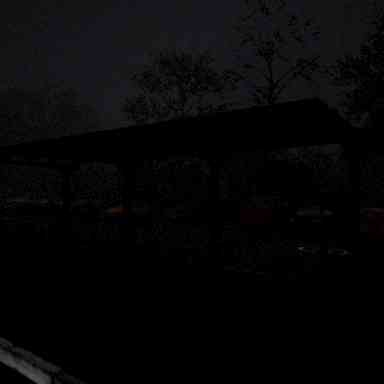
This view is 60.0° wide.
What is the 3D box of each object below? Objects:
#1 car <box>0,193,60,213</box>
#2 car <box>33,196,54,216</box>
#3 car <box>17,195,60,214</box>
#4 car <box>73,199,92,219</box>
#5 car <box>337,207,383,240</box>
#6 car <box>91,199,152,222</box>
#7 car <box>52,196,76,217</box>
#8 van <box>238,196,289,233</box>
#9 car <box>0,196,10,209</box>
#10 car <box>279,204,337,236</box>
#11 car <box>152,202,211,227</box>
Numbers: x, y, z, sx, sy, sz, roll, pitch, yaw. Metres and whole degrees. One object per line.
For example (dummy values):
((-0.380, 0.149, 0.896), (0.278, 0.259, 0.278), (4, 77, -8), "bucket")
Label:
((-16.019, 1.084, 33.965), (2.435, 2.045, 5.566), (0, 0, 35), "car")
((-11.469, 1.365, 30.786), (2.097, 1.535, 5.008), (0, 0, 35), "car")
((-13.735, 1.350, 32.390), (2.097, 1.535, 5.008), (0, 0, 35), "car")
((-6.925, 1.424, 27.599), (2.163, 1.488, 4.792), (0, 0, 35), "car")
((8.915, 1.499, 16.346), (2.097, 1.535, 5.008), (0, 0, 35), "car")
((-4.783, 1.407, 25.820), (1.946, 1.575, 5.366), (0, 0, 35), "car")
((-9.203, 1.381, 29.183), (2.231, 1.521, 4.892), (0, 0, 35), "car")
((4.454, 1.243, 19.652), (1.878, 1.987, 4.442), (0, 0, 35), "van")
((-25.082, 1.294, 40.378), (2.163, 1.488, 4.792), (1, 0, 35), "car")
((6.649, 1.524, 17.952), (2.002, 1.452, 4.674), (0, 0, 35), "car")
((-0.161, 1.469, 22.741), (2.163, 1.488, 4.792), (0, 0, 35), "car")
